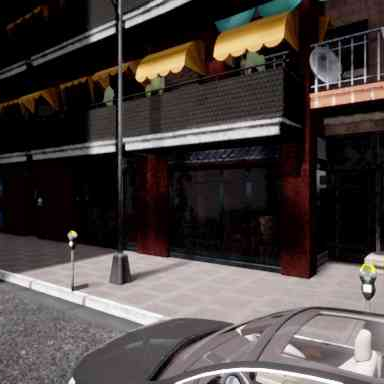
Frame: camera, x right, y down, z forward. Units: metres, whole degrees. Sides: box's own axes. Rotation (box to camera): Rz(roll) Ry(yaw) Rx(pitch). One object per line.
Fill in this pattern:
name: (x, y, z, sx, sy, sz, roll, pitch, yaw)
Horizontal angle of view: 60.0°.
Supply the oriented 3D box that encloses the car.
car: (0.894, 1.551, 2.234, 4.403, 1.369, 2.008, 0, 0, 36)
